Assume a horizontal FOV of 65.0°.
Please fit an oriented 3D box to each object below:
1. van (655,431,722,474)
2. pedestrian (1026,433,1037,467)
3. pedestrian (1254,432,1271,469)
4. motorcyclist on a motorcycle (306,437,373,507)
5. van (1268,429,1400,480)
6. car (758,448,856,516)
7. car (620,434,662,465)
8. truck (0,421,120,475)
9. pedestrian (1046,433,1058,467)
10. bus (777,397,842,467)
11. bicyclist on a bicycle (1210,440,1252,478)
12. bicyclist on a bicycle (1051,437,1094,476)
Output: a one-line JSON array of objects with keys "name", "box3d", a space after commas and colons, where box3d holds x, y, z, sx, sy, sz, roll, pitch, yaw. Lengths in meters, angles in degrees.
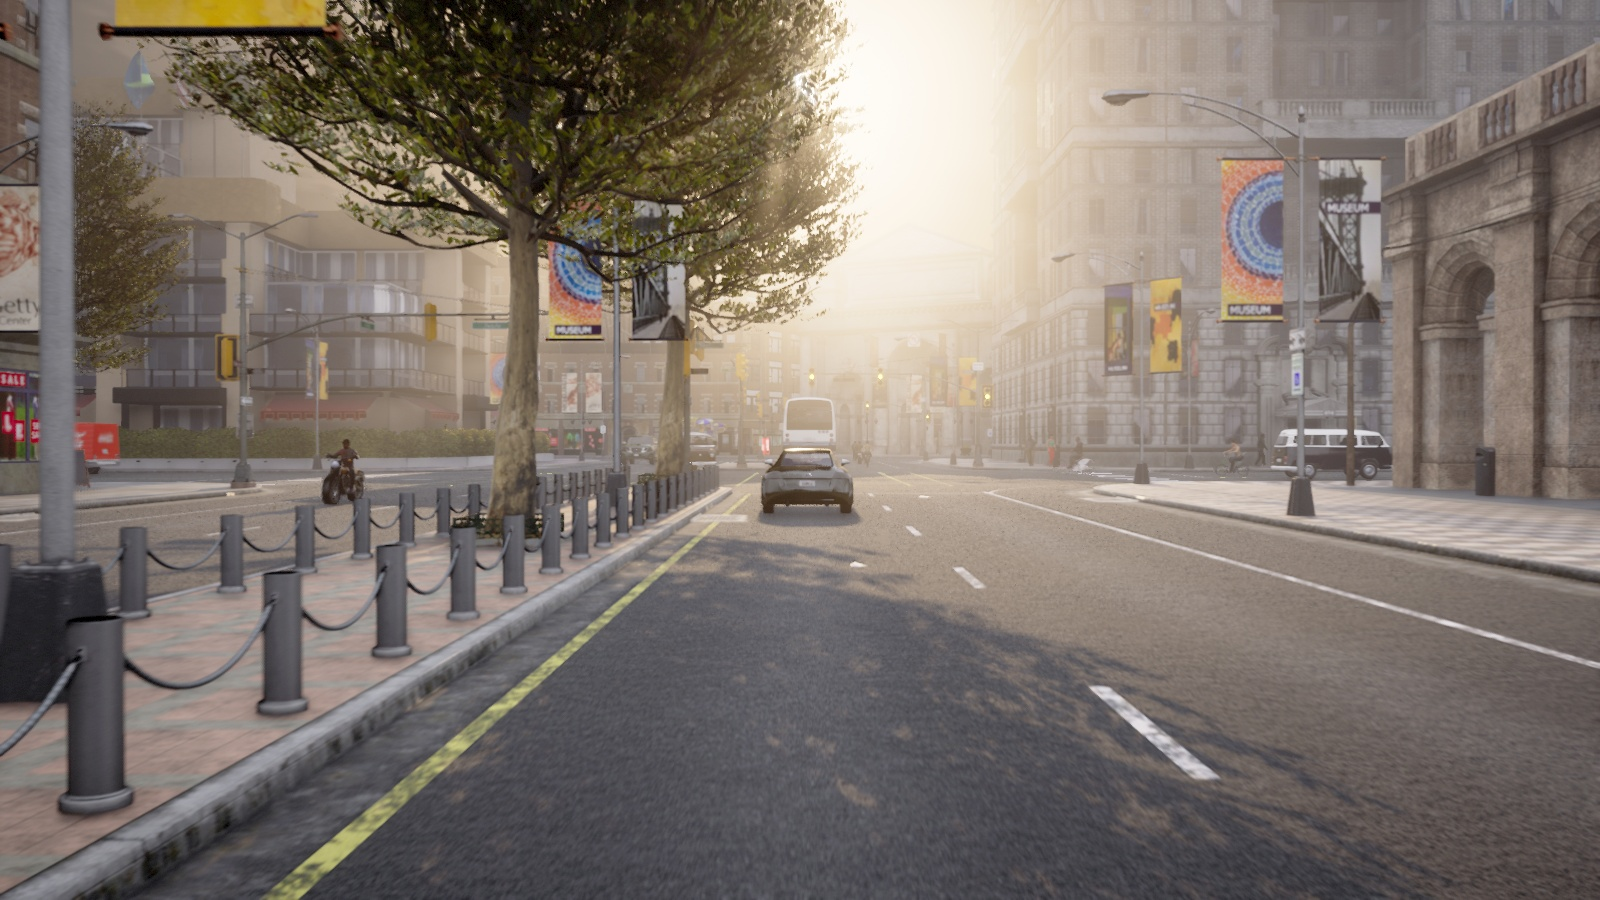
[{"name": "van", "box3d": [-5.557, 0.104, 62.082, 2.069, 2.038, 4.480, -1, 1, -22]}, {"name": "pedestrian", "box3d": [12.601, 0.016, 68.392, 0.540, 1.848, 0.694, 0, 0, 5]}, {"name": "pedestrian", "box3d": [24.739, 0.033, 67.148, 0.788, 1.949, 0.423, 0, 0, 4]}, {"name": "motorcyclist on a motorcycle", "box3d": [-11.265, 0.508, 30.787, 0.766, 1.649, 2.350, 0, 1, 0]}, {"name": "van", "box3d": [21.688, 0.190, 51.137, 4.480, 2.038, 2.069, 0, 0, 0]}, {"name": "car", "box3d": [0.156, 0.649, 27.827, 1.994, 1.385, 4.181, 0, 0, 0]}, {"name": "car", "box3d": [-10.868, -0.044, 86.070, 2.150, 2.045, 5.566, 0, 0, 0]}, {"name": "truck", "box3d": [-34.850, -0.106, 58.225, 5.204, 2.467, 2.627, 0, 0, 0]}, {"name": "pedestrian", "box3d": [13.713, 0.016, 68.404, 0.345, 1.836, 0.594, 0, 0, -25]}, {"name": "bus", "box3d": [0.598, -1.102, 81.247, 3.944, 4.253, 10.273, 0, 0, 0]}, {"name": "bicyclist on a bicycle", "box3d": [18.726, 0.381, 54.612, 1.509, 1.612, 0.866, 0, 1, -1]}, {"name": "bicyclist on a bicycle", "box3d": [12.602, 0.289, 58.152, 1.843, 1.776, 0.659, 0, 0, 0]}]
